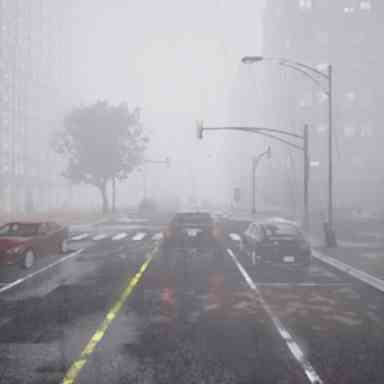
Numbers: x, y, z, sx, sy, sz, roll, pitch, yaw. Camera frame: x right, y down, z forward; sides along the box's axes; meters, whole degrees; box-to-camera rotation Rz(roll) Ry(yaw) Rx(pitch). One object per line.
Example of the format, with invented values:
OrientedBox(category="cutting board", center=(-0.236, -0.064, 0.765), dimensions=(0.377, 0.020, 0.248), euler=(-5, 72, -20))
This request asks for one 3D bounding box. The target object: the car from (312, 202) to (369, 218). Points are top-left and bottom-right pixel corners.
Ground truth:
OrientedBox(category="car", center=(13.429, 1.616, 30.817), dimensions=(4.403, 1.369, 2.008), euler=(-1, 0, -1))

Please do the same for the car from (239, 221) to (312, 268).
OrientedBox(category="car", center=(2.690, 1.651, 11.411), dimensions=(2.008, 1.369, 4.403), euler=(0, -1, 0))

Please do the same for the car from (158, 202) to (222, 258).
OrientedBox(category="car", center=(0.019, 1.469, 13.462), dimensions=(2.097, 1.767, 4.553), euler=(0, -1, 0))

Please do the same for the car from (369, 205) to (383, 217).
OrientedBox(category="car", center=(18.826, 1.516, 30.872), dimensions=(4.829, 1.417, 1.752), euler=(-1, 0, -1))

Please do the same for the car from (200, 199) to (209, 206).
OrientedBox(category="car", center=(2.697, 2.195, 71.581), dimensions=(1.752, 1.417, 4.829), euler=(0, -1, 0))

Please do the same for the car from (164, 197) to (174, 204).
OrientedBox(category="car", center=(-5.684, 2.096, 82.459), dimensions=(2.192, 1.841, 5.009), euler=(0, -1, 0))

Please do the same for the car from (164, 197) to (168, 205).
OrientedBox(category="car", center=(-5.684, 2.290, 76.935), dimensions=(1.947, 1.339, 4.313), euler=(0, -1, 0))

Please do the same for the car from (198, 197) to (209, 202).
OrientedBox(category="car", center=(2.696, 2.178, 65.888), dimensions=(1.947, 1.339, 4.313), euler=(0, -1, 0))

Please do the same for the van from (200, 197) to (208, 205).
OrientedBox(category="van", center=(2.697, 2.065, 76.936), dimensions=(1.690, 1.788, 3.998), euler=(0, -1, 0))

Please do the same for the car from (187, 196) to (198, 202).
OrientedBox(category="car", center=(0.007, 1.903, 73.152), dimensions=(2.150, 2.045, 5.566), euler=(0, -1, 0))

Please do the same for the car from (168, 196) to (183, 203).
OrientedBox(category="car", center=(-3.009, 1.830, 65.468), dimensions=(2.150, 2.045, 5.566), euler=(0, -1, 0))

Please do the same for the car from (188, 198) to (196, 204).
OrientedBox(category="car", center=(0.009, 2.142, 83.542), dimensions=(1.837, 1.490, 4.892), euler=(0, -1, 0))

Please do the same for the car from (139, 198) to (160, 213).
OrientedBox(category="car", center=(-5.687, 1.714, 43.801), dimensions=(2.192, 1.841, 5.009), euler=(0, -1, 0))

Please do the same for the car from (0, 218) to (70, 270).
OrientedBox(category="car", center=(-5.690, 1.645, 11.412), dimensions=(1.887, 1.381, 4.507), euler=(0, 0, 0))
